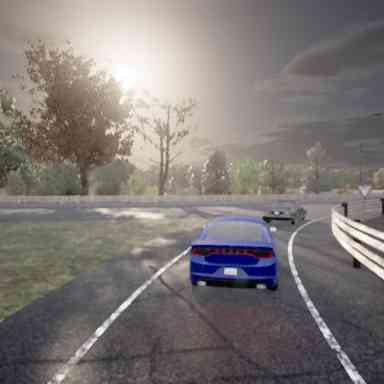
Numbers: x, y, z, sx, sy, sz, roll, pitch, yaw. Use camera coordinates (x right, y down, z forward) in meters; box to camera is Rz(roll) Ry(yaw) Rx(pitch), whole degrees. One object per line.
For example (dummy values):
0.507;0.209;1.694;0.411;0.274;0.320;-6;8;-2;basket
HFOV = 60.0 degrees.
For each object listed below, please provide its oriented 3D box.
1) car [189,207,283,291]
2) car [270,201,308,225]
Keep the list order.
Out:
1.213;1.363;8.825;1.882;1.535;5.008;0;0;11;car
6.231;1.270;21.871;2.033;1.411;5.357;0;1;29;car
